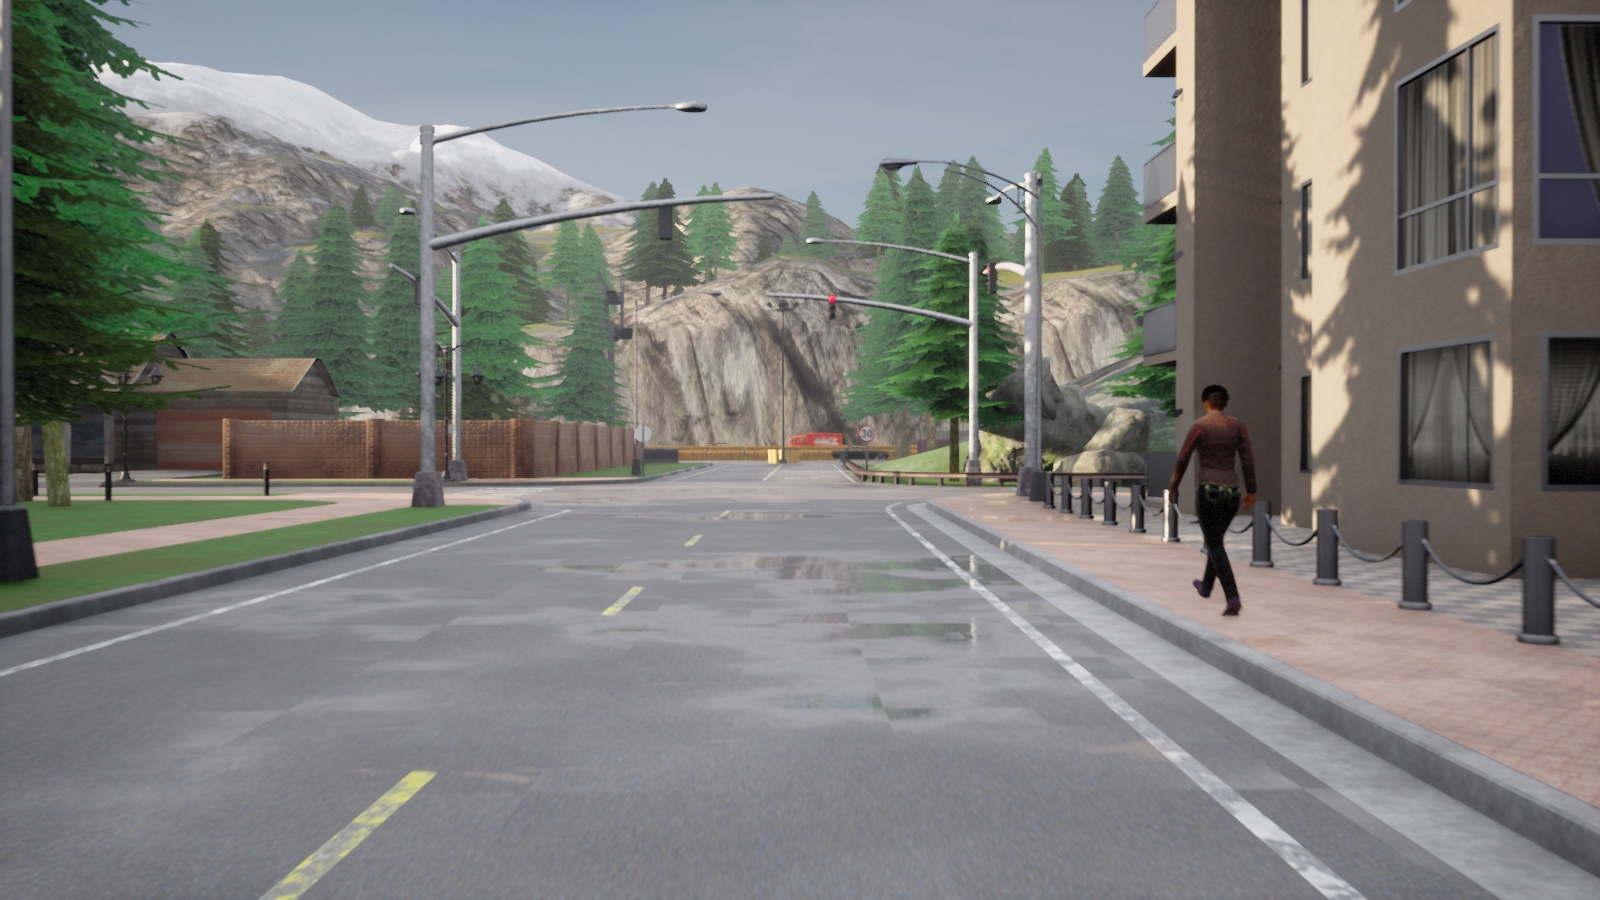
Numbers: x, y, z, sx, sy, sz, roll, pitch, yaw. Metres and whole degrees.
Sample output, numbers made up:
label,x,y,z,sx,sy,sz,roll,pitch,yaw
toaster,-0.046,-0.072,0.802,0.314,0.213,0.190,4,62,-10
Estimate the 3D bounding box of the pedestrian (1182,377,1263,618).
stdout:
label,x,y,z,sx,sy,sz,roll,pitch,yaw
pedestrian,3.297,0.354,9.835,0.328,1.805,0.869,0,0,0
